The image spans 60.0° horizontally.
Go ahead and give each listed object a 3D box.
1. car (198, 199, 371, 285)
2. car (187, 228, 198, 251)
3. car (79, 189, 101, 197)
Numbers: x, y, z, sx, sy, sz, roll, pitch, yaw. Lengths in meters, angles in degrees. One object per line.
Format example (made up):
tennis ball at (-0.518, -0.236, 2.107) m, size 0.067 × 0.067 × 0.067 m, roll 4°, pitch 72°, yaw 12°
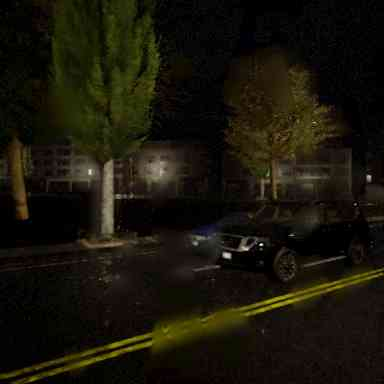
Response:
car at (3.115, 1.234, 9.915) m, size 5.566 × 2.045 × 2.150 m, roll 0°, pitch 0°, yaw -36°
car at (2.005, 1.544, 13.117) m, size 4.674 × 1.442 × 1.812 m, roll 0°, pitch 0°, yaw -36°
car at (-15.502, 0.174, 53.962) m, size 5.357 × 1.411 × 2.033 m, roll 1°, pitch 0°, yaw 11°
